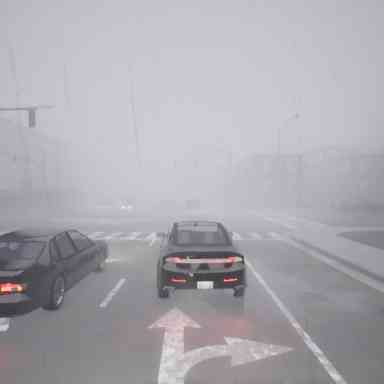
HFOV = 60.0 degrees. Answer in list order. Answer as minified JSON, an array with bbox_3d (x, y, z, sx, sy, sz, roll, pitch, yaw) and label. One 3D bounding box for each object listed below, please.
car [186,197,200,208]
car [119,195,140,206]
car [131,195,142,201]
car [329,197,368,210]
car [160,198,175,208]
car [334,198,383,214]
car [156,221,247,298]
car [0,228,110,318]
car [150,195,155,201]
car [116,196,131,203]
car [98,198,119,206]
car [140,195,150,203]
[{"bbox_3d":[0.095,1.474,48.546,1.882,1.535,5.008,0,0,0],"label":"car"},{"bbox_3d":[-10.582,1.487,56.094,2.128,1.511,4.902,0,0,0],"label":"car"},{"bbox_3d":[-14.010,1.514,84.319,2.033,1.411,5.357,0,0,0],"label":"car"},{"bbox_3d":[18.490,1.349,38.778,4.553,1.767,2.097,0,0,0],"label":"car"},{"bbox_3d":[-3.420,1.522,47.998,1.812,1.442,4.674,0,0,0],"label":"car"},{"bbox_3d":[18.079,1.598,35.274,4.718,1.301,1.895,0,0,0],"label":"car"},{"bbox_3d":[0.114,1.491,8.517,2.128,1.511,4.902,0,0,-3],"label":"car"},{"bbox_3d":[-3.432,1.547,7.712,2.033,1.411,5.357,0,0,0],"label":"car"},{"bbox_3d":[-10.510,1.513,83.977,2.128,1.511,4.902,0,0,0],"label":"car"},{"bbox_3d":[-14.008,1.534,68.626,2.033,1.411,5.357,0,0,0],"label":"car"},{"bbox_3d":[-14.084,1.596,55.291,1.895,1.301,4.718,0,0,0],"label":"car"},{"bbox_3d":[-10.508,1.350,69.010,2.097,1.767,4.553,0,0,0],"label":"car"}]
